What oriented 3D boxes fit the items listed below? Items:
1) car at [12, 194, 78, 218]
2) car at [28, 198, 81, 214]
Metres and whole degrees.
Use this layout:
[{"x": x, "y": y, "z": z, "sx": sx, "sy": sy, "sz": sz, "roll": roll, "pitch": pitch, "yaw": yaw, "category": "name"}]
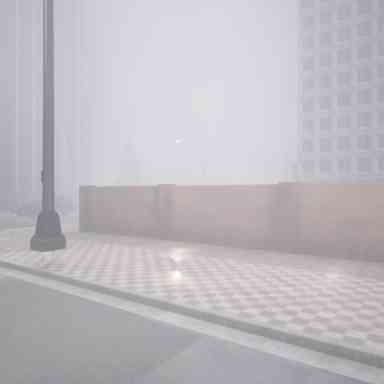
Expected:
[{"x": -13.736, "y": 1.221, "z": 31.121, "sx": 2.150, "sy": 2.045, "sz": 5.566, "roll": 0, "pitch": 0, "yaw": 35, "category": "car"}, {"x": -14.696, "y": 1.477, "z": 35.842, "sx": 1.882, "sy": 1.535, "sz": 5.008, "roll": 0, "pitch": 0, "yaw": 35, "category": "car"}]
